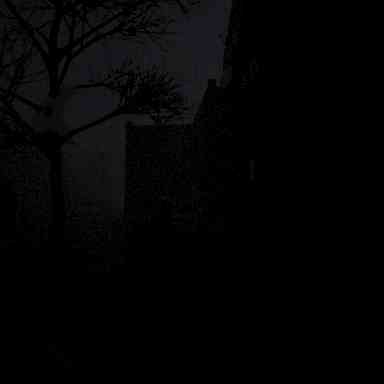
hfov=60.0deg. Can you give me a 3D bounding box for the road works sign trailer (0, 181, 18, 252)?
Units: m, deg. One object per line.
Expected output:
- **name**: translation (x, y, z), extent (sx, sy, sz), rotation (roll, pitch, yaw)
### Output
- **road works sign trailer**: translation (-7.742, 0.943, 10.855), extent (3.560, 2.380, 2.880), rotation (-4, 2, -9)

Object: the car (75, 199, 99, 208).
- **car**: translation (-16.563, 1.813, 52.786), extent (1.994, 1.385, 4.181), rotation (1, 0, 17)
